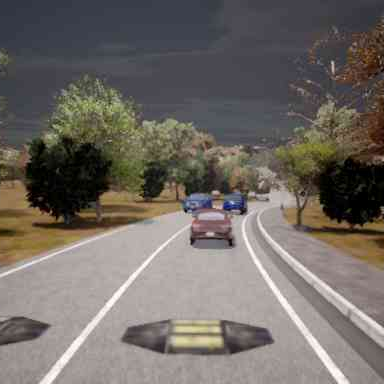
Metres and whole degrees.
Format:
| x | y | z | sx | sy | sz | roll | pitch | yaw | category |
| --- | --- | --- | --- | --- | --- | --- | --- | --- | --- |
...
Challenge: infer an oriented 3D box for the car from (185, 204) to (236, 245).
| x | y | z | sx | sy | sz | roll | pitch | yaw | category |
| --- | --- | --- | --- | --- | --- | --- | --- | --- | --- |
| 0.964 | 1.513 | 15.510 | 1.812 | 1.442 | 4.674 | 1 | 0 | 6 | car |

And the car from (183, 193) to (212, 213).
| x | y | z | sx | sy | sz | roll | pitch | yaw | category |
| --- | --- | --- | --- | --- | --- | --- | --- | --- | --- |
| 0.699 | 1.143 | 34.823 | 2.150 | 2.045 | 5.566 | 1 | 0 | 15 | car |

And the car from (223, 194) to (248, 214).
| x | y | z | sx | sy | sz | roll | pitch | yaw | category |
| --- | --- | --- | --- | --- | --- | --- | --- | --- | --- |
| 4.733 | 1.227 | 35.696 | 2.150 | 2.045 | 5.566 | 1 | 0 | 15 | car |

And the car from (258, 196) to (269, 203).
| x | y | z | sx | sy | sz | roll | pitch | yaw | category |
| --- | --- | --- | --- | --- | --- | --- | --- | --- | --- |
| 15.856 | 1.539 | 73.512 | 2.128 | 1.511 | 4.902 | 2 | 1 | 24 | car |
